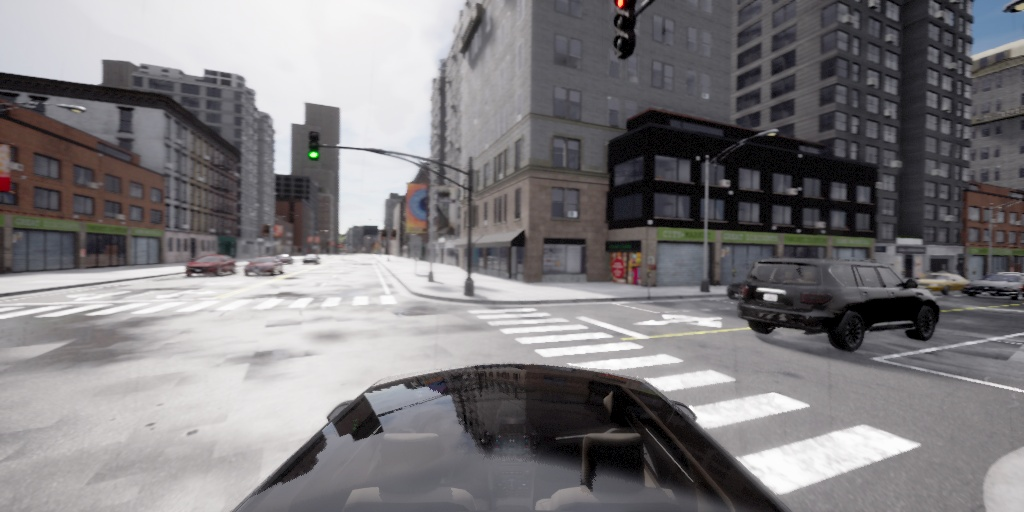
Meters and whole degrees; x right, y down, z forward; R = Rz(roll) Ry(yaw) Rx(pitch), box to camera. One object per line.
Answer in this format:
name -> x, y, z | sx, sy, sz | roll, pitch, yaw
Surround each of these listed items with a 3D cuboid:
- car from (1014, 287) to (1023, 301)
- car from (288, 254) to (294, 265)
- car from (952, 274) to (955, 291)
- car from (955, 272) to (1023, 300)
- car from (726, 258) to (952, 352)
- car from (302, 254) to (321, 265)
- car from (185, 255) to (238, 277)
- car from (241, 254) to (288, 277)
car -> 15.477, 1.575, 9.178 | 4.403, 1.370, 2.007 | 0, 0, -22
car -> -30.574, 0.448, 47.978 | 1.994, 1.385, 4.181 | 1, 0, -21
car -> 27.874, 1.707, 23.385 | 4.829, 1.417, 1.751 | 0, 0, -22
car -> 28.961, 1.763, 21.033 | 5.357, 1.411, 2.033 | 1, 0, -22
car -> 8.570, 1.110, 9.452 | 5.566, 2.045, 2.150 | 1, 0, -22
car -> -27.899, 0.450, 50.077 | 2.033, 1.411, 5.357 | 1, 0, -21
car -> -21.964, 0.668, 26.355 | 1.882, 1.535, 5.008 | 1, 1, -22
car -> -18.930, 0.748, 27.519 | 1.812, 1.442, 4.674 | 1, 1, -22
